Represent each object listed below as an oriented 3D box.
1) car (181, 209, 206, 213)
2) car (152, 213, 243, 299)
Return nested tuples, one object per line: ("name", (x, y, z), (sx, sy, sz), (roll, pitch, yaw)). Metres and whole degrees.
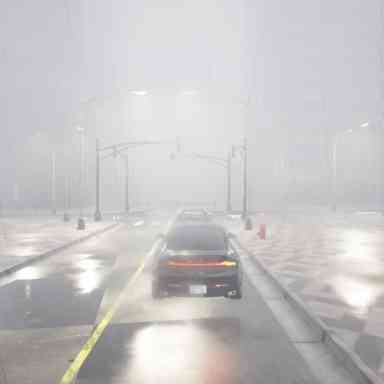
("car", (0.059, 1.556, 17.294), (1.994, 1.385, 4.181), (0, 0, 1))
("car", (0.100, 1.502, 8.391), (1.837, 1.490, 4.892), (0, 0, 0))
